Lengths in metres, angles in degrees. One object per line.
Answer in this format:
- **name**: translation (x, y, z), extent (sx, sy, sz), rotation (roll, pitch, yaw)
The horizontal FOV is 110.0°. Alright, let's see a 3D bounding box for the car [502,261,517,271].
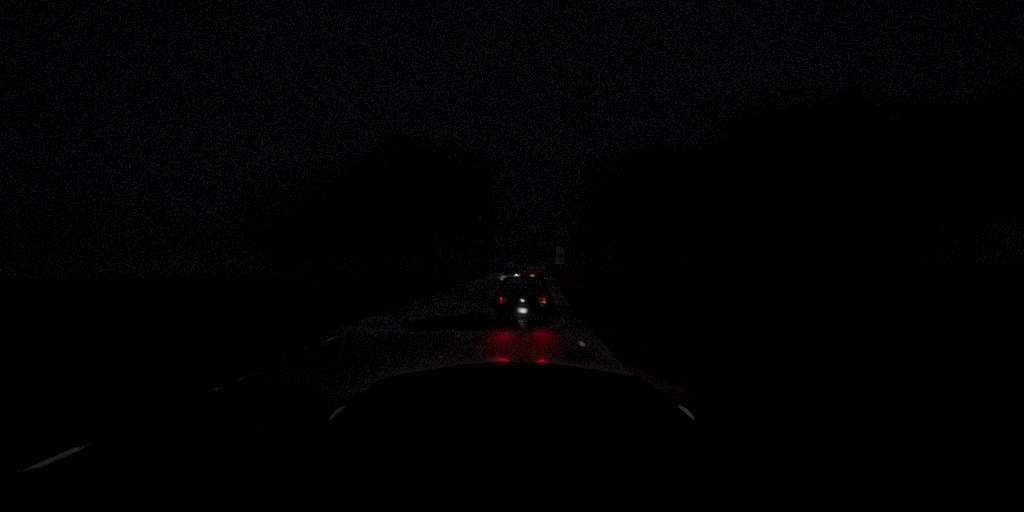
- **car**: translation (-0.211, 1.431, 46.541), extent (1.882, 1.535, 5.008), rotation (0, 0, 5)

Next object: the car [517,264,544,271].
- **car**: translation (1.714, 1.396, 30.604), extent (1.812, 1.442, 4.674), rotation (0, 0, 5)

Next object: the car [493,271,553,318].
- **car**: translation (0.462, 1.396, 13.233), extent (1.895, 1.301, 4.718), rotation (0, 0, 3)
